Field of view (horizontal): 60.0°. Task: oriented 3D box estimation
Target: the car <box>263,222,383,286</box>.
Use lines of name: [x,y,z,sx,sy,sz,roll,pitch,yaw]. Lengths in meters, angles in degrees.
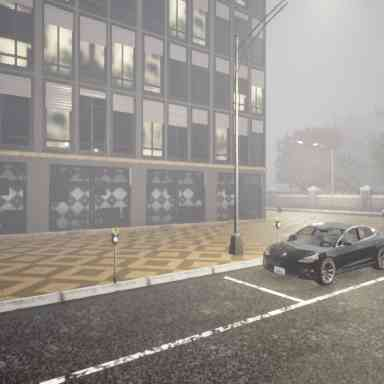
car: [3.930,1.562,9.447,4.313,1.339,1.947,0,0,-35]
